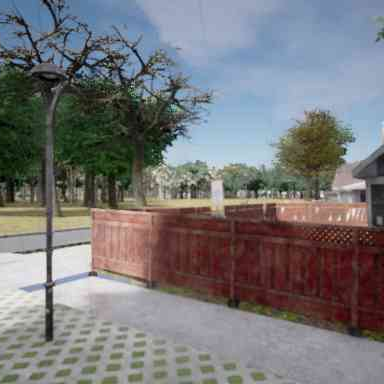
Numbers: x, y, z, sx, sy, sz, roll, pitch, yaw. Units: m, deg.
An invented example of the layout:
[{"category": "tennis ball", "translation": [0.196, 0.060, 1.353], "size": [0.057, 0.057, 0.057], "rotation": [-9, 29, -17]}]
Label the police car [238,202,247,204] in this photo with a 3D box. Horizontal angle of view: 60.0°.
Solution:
[{"category": "police car", "translation": [6.255, 2.027, 40.859], "size": [2.038, 1.542, 4.974], "rotation": [-2, -2, 34]}]
